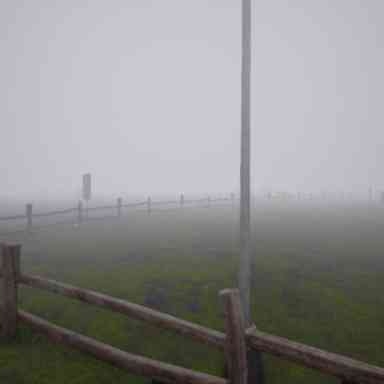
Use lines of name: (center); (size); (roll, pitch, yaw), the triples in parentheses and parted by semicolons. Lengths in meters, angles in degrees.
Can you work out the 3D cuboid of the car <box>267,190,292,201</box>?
car: (13.316, 0.503, 50.612); (5.008, 1.535, 1.882); (-1, 1, -45)
